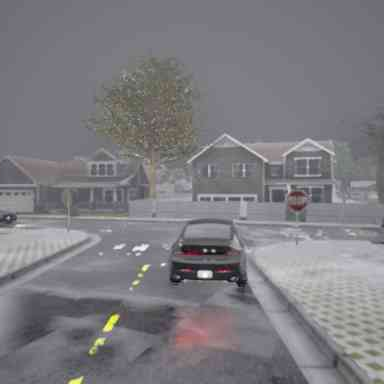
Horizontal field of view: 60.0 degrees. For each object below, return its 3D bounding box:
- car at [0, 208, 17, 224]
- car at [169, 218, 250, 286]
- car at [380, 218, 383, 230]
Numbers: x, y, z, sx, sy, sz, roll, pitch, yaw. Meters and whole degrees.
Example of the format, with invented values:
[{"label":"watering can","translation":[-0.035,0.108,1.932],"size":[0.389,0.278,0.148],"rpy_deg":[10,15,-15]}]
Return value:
[{"label":"car","translation":[-13.890,1.487,22.107],"size":[4.181,1.385,1.994],"rpy_deg":[0,0,13]},{"label":"car","translation":[0.555,1.502,9.479],"size":[1.837,1.490,4.892],"rpy_deg":[0,0,7]},{"label":"car","translation":[12.850,1.580,17.828],"size":[4.892,1.490,1.837],"rpy_deg":[0,0,18]}]
